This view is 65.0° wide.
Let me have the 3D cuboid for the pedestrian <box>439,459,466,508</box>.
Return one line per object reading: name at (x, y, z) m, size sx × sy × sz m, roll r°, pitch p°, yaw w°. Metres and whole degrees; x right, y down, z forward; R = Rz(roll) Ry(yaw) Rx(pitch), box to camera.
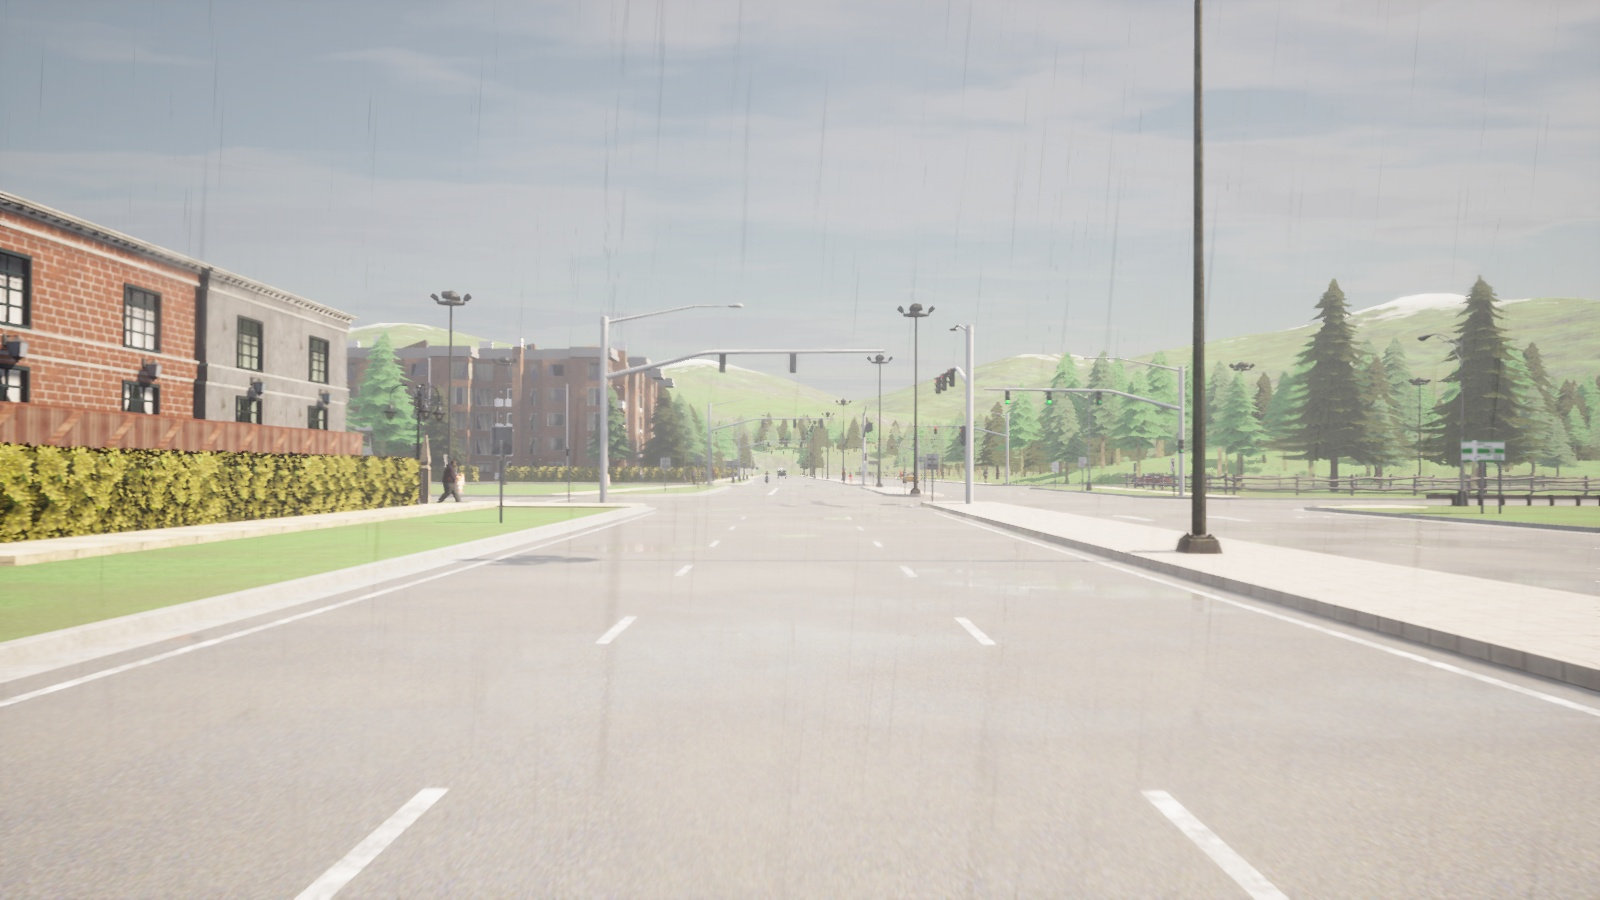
pedestrian at (-13.359, 1.285, 48.267) m, size 0.899 × 1.844 × 0.634 m, roll 0°, pitch -1°, yaw -8°
